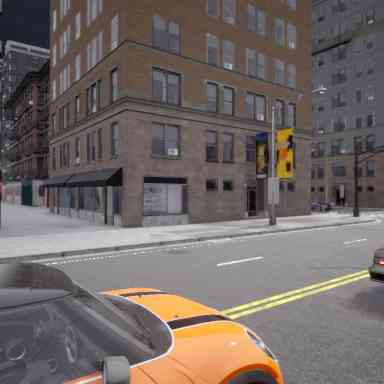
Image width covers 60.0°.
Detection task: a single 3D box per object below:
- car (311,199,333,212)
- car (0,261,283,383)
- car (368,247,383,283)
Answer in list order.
[{"bbox_3d":[13.985,1.551,38.380,1.994,1.385,4.181,0,0,-37],"label":"car"},{"bbox_3d":[-1.369,1.352,2.427,4.553,1.767,2.097,0,0,-37],"label":"car"},{"bbox_3d":[6.434,1.549,8.230,5.357,1.411,2.033,0,0,-37],"label":"car"}]
